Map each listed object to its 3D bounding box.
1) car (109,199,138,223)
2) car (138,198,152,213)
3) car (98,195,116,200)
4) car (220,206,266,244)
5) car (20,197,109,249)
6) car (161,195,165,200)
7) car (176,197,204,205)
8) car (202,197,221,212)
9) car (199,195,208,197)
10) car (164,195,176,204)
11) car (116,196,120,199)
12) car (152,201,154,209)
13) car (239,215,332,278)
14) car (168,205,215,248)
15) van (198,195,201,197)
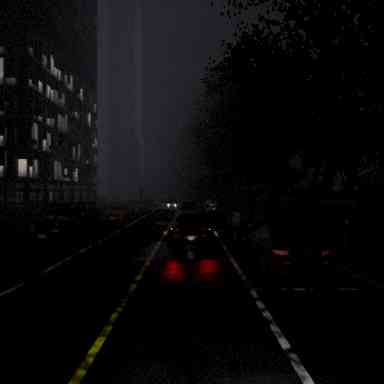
[{"bbox_3d":[-5.642,1.516,25.786,1.752,1.417,4.829,0,0,-1],"label":"car"},{"bbox_3d":[-5.829,1.511,37.076,1.752,1.417,4.829,0,0,-1],"label":"car"},{"bbox_3d":[-19.480,1.364,72.546,4.206,1.307,1.802,1,0,2],"label":"car"},{"bbox_3d":[2.641,1.544,15.472,2.008,1.369,4.403,0,0,0],"label":"car"},{"bbox_3d":[-5.523,1.309,14.673,2.192,1.841,5.009,0,0,0],"label":"car"},{"bbox_3d":[-7.555,1.490,92.223,2.008,1.369,4.403,0,0,-3],"label":"car"},{"bbox_3d":[-0.235,1.475,29.667,1.882,1.535,5.008,0,0,-1],"label":"car"},{"bbox_3d":[2.325,1.536,37.954,2.008,1.369,4.403,0,0,-1],"label":"car"},{"bbox_3d":[2.203,1.507,43.748,1.752,1.417,4.829,0,0,-1],"label":"car"},{"bbox_3d":[-3.850,1.568,64.593,1.994,1.385,4.181,0,0,-2],"label":"car"},{"bbox_3d":[-19.658,1.337,80.657,4.206,1.307,1.802,1,0,2],"label":"car"},{"bbox_3d":[-5.950,1.527,42.888,1.887,1.381,4.507,0,0,-1],"label":"car"},{"bbox_3d":[2.680,1.577,9.852,1.802,1.307,4.206,0,0,0],"label":"car"},{"bbox_3d":[-0.059,1.528,14.657,1.812,1.442,4.674,0,0,0],"label":"car"},{"bbox_3d":[1.772,1.316,54.819,1.690,1.788,3.998,0,0,-2],"label":"van"}]
